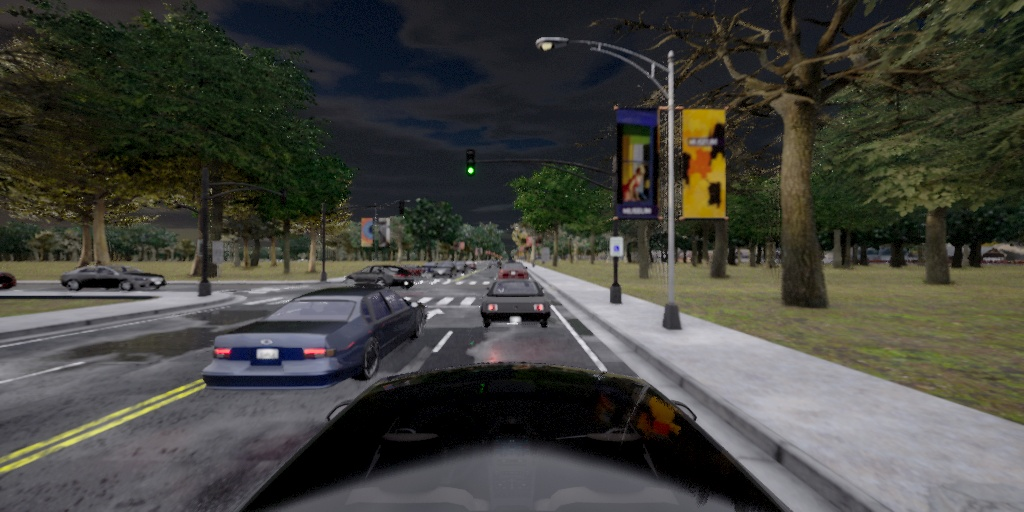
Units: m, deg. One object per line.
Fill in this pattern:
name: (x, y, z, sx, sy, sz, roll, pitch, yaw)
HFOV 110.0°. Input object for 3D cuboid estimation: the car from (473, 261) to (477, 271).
car: (-6.573, 1.474, 55.397, 1.812, 1.442, 4.674, 0, 0, 0)

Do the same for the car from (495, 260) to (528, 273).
car: (0.091, 1.187, 26.502, 2.097, 1.767, 4.553, 0, 0, 0)

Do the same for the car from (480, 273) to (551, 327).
car: (0.099, 1.384, 11.599, 1.895, 1.301, 4.718, 0, 0, 0)

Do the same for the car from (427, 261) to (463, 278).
car: (-6.605, 1.361, 35.826, 2.128, 1.511, 4.902, 0, 0, 0)

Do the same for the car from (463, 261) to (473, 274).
car: (-6.603, 1.397, 45.162, 2.128, 1.511, 4.902, 0, 0, 0)

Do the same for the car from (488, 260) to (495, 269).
car: (-3.265, 1.538, 64.861, 2.033, 1.411, 5.357, 0, 0, 0)

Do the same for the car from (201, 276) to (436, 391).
car: (-3.150, 1.315, 7.127, 2.033, 1.411, 5.357, 0, 0, 0)

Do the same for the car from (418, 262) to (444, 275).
car: (-9.856, 1.448, 44.003, 2.033, 1.411, 5.357, 0, 0, 0)

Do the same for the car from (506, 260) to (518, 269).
car: (-0.014, 1.538, 64.910, 2.033, 1.411, 5.357, 0, 0, 0)

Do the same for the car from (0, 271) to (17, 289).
car: (-31.985, 1.134, 20.769, 4.553, 1.767, 2.097, 0, 0, 0)

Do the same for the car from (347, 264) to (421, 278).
car: (-8.157, 1.323, 21.947, 4.892, 1.490, 1.837, 0, -3, 32)

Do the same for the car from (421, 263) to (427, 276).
car: (-9.856, 1.465, 34.350, 1.895, 1.301, 4.718, 0, 0, 0)

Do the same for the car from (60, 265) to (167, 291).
car: (-22.946, 1.283, 20.765, 4.902, 1.511, 2.128, 0, 0, 0)
